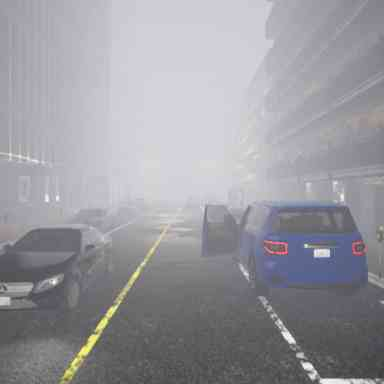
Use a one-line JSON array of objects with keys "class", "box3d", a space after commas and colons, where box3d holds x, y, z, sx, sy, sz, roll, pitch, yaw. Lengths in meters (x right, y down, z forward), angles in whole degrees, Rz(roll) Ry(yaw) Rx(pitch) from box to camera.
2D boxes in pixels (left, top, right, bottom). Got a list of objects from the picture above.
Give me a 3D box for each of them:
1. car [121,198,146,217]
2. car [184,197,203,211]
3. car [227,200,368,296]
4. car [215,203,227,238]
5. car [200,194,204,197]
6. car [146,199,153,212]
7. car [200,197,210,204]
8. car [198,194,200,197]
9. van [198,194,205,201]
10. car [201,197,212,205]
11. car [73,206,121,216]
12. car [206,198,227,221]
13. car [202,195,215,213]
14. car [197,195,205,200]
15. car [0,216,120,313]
[{"class": "car", "box3d": [-5.756, 1.546, 30.616, 2.008, 1.369, 4.403, 0, 0, 0]}, {"class": "car", "box3d": [0.001, 1.599, 40.654, 1.895, 1.301, 4.718, 0, 0, 0]}, {"class": "car", "box3d": [2.375, 1.218, 8.781, 2.150, 2.045, 5.566, 0, 0, 0]}, {"class": "car", "box3d": [2.649, 1.561, 19.338, 1.947, 1.339, 4.313, 0, 0, 0]}, {"class": "car", "box3d": [2.575, 1.317, 53.229, 2.192, 1.841, 5.009, 0, 0, 0]}, {"class": "car", "box3d": [-5.769, 1.437, 36.266, 1.967, 1.590, 4.097, 0, 0, 0]}, {"class": "car", "box3d": [2.550, 1.588, 64.526, 1.802, 1.307, 4.206, 0, 0, 0]}, {"class": "car", "box3d": [-0.110, 1.479, 50.836, 1.882, 1.535, 5.008, 0, 0, 0]}, {"class": "van", "box3d": [2.500, 1.365, 87.120, 1.690, 1.788, 3.998, 0, 0, 0]}, {"class": "car", "box3d": [2.562, 1.586, 58.877, 1.802, 1.307, 4.206, 0, 0, 0]}, {"class": "car", "box3d": [-5.732, 1.561, 19.319, 1.947, 1.339, 4.313, 0, 0, 0]}, {"class": "car", "box3d": [2.624, 1.546, 30.635, 2.008, 1.369, 4.403, 0, 0, 0]}, {"class": "car", "box3d": [2.599, 1.438, 41.931, 1.967, 1.590, 4.097, 0, 0, 0]}, {"class": "car", "box3d": [2.489, 1.595, 92.769, 1.947, 1.339, 4.313, 0, 0, 0]}, {"class": "car", "box3d": [-3.116, 1.523, 7.764, 1.812, 1.442, 4.674, 0, 0, 0]}]
